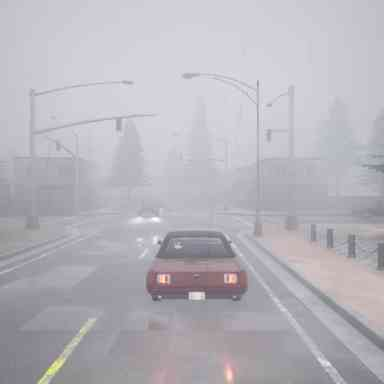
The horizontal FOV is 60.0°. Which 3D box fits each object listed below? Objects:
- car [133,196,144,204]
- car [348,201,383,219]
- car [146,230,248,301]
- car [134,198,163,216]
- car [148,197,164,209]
[{"bbox_3d":[-9.771,1.530,62.492,1.994,1.385,4.181,0,0,-23],"label":"car"},{"bbox_3d":[15.762,1.476,27.933,4.902,1.511,2.128,0,0,2],"label":"car"},{"bbox_3d":[0.071,1.601,8.268,1.895,1.301,4.718,0,0,-1],"label":"car"},{"bbox_3d":[-4.143,1.572,32.159,1.895,1.301,4.718,0,0,-3],"label":"car"},{"bbox_3d":[-5.131,1.513,46.654,2.033,1.411,5.357,0,0,-9],"label":"car"}]
